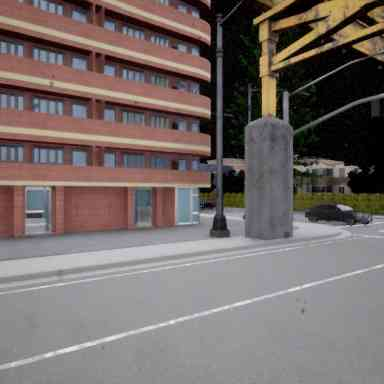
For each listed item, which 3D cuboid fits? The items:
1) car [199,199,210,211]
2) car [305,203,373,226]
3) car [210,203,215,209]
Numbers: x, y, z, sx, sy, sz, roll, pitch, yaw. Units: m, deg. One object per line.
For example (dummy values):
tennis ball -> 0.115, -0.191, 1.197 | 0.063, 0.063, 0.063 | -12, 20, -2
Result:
car -> -0.547, 1.491, 38.846 | 2.128, 1.511, 4.902 | 0, 0, -35
car -> 10.245, 1.526, 23.524 | 1.812, 1.442, 4.674 | 0, 0, -33
car -> 0.825, 1.601, 43.295 | 1.895, 1.301, 4.718 | 0, 0, -35
